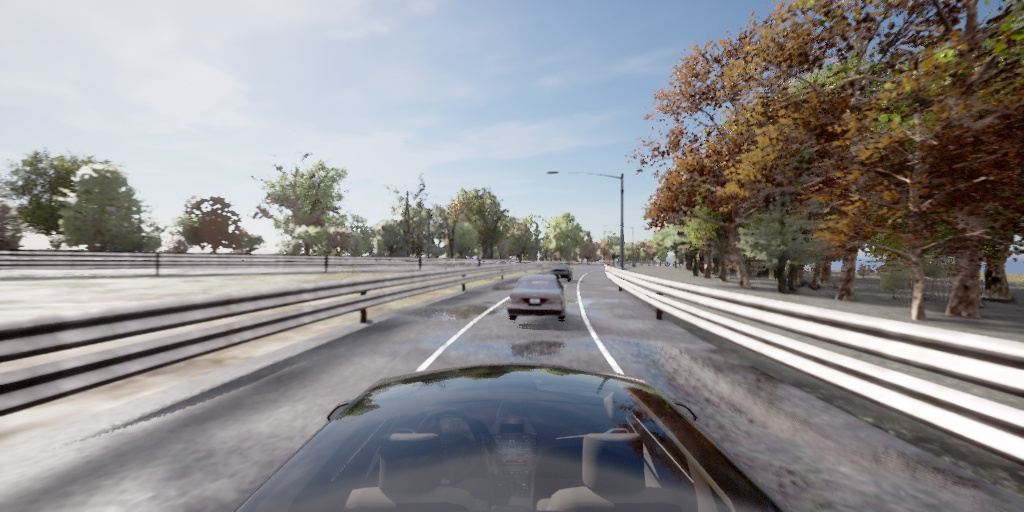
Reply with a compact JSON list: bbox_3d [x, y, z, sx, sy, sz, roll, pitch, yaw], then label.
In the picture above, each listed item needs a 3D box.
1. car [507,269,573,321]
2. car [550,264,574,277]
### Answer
[{"bbox_3d":[0.987,1.371,12.920,2.033,1.411,5.357,0,0,7],"label":"car"},{"bbox_3d":[4.444,1.465,32.280,1.837,1.490,4.892,0,0,12],"label":"car"}]
